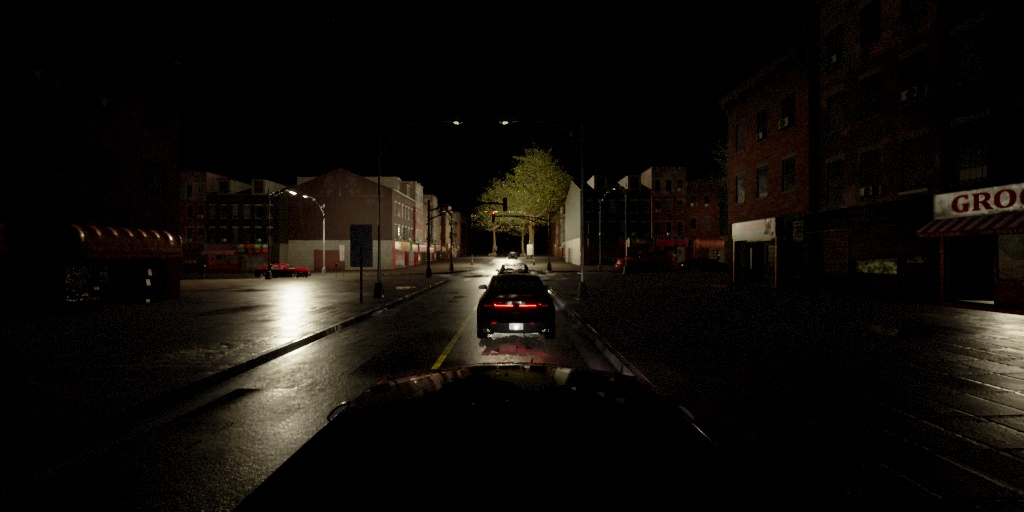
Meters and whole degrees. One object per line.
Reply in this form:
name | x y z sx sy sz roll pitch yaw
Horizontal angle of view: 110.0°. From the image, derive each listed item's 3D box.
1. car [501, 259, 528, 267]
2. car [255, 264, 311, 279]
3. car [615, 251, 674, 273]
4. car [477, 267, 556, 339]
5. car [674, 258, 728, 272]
car | 0.135 1.134 19.360 2.128 1.511 4.902 0 1 0
car | -20.305 1.356 31.903 4.507 1.381 1.888 0 0 0
car | 12.854 0.539 34.695 5.566 2.045 2.150 -1 0 0
car | 0.104 1.230 9.996 1.837 1.490 4.892 0 0 0
car | 17.277 0.819 31.962 4.313 1.339 1.948 0 0 0
